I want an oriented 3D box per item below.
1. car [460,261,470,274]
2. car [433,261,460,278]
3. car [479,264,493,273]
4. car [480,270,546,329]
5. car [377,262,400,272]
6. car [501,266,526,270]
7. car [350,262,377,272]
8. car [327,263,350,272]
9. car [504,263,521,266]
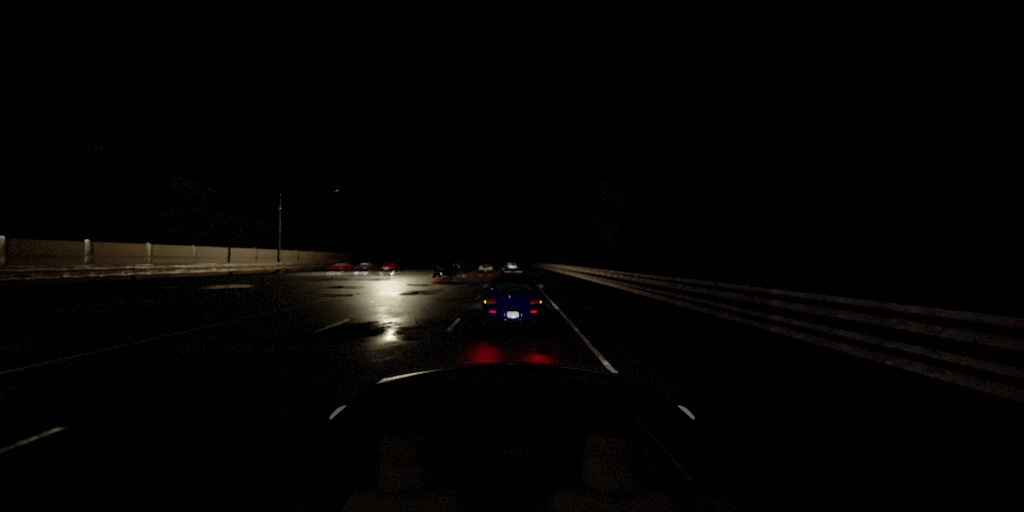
[{"bbox_3d":[-7.085,1.492,49.539,2.097,1.767,4.553,0,0,-1],"label":"car"},{"bbox_3d":[-6.922,1.503,37.278,1.837,1.490,4.892,0,-1,-1],"label":"car"},{"bbox_3d":[-3.590,1.768,50.247,1.895,1.301,4.718,0,-1,-1],"label":"car"},{"bbox_3d":[0.033,1.321,11.285,1.812,1.442,4.674,0,0,0],"label":"car"},{"bbox_3d":[-17.775,1.627,52.627,1.812,1.442,4.674,0,-1,-1],"label":"car"},{"bbox_3d":[0.050,1.482,21.659,1.895,1.301,4.718,0,0,0],"label":"car"},{"bbox_3d":[-21.274,1.625,52.551,2.033,1.411,5.357,0,-1,-1],"label":"car"},{"bbox_3d":[-24.756,1.646,51.668,1.895,1.301,4.718,0,-1,-1],"label":"car"},{"bbox_3d":[0.129,1.461,30.409,2.128,1.511,4.902,0,-1,0],"label":"car"}]
